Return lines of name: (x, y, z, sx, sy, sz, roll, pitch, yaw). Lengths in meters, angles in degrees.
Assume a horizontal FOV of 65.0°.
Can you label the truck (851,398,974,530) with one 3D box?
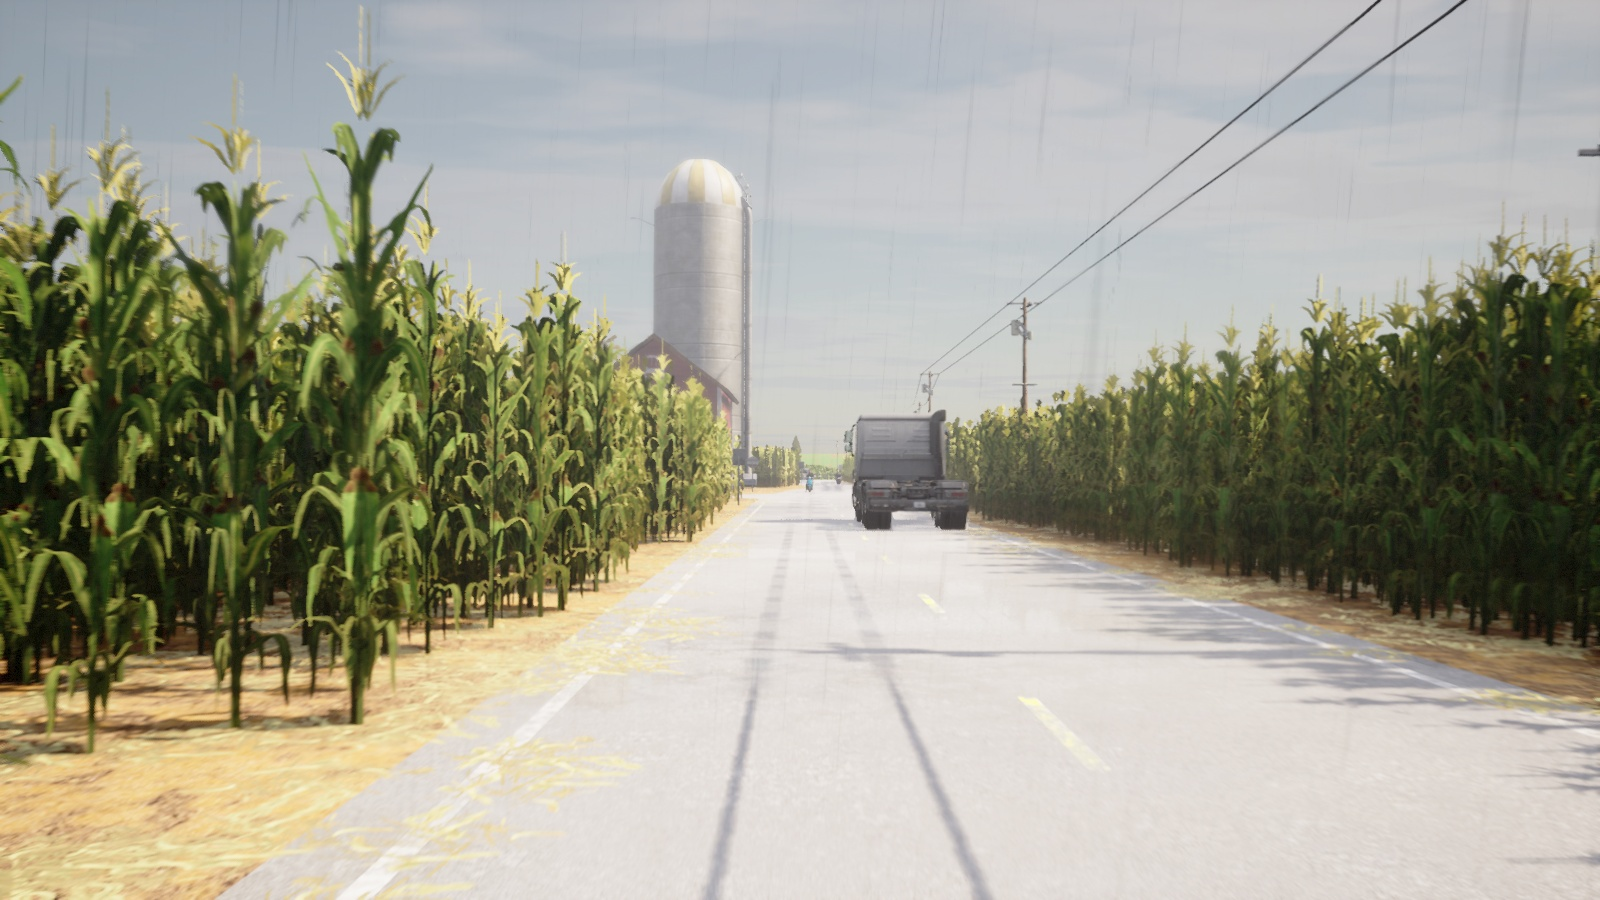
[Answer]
truck: (3.112, 0.439, 36.941, 2.891, 3.462, 7.936, 0, -1, 0)
